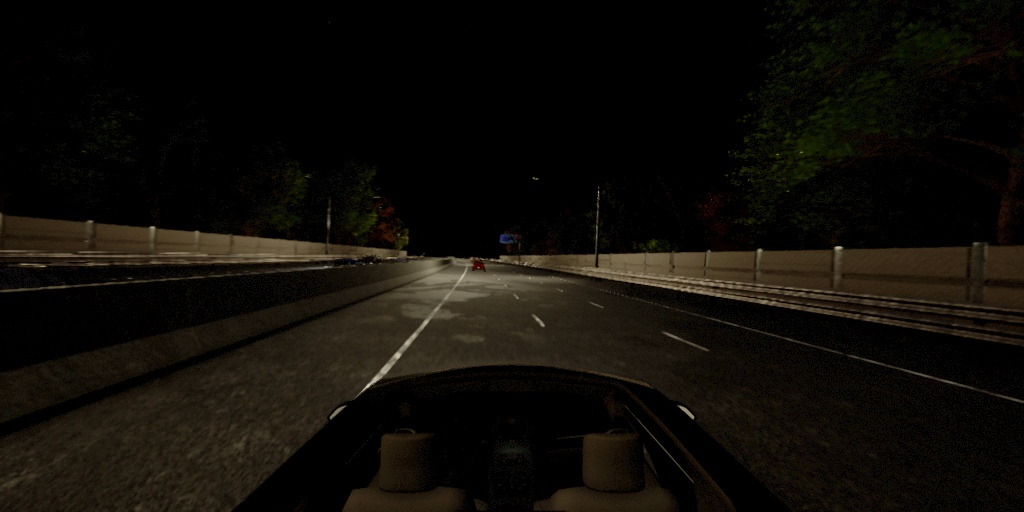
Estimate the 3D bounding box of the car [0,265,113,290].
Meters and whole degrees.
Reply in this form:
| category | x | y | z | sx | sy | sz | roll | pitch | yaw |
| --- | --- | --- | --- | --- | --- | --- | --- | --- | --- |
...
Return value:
| category | x | y | z | sx | sy | sz | roll | pitch | yaw |
| --- | --- | --- | --- | --- | --- | --- | --- | --- | --- |
| car | -11.078 | 0.853 | 6.967 | 2.033 | 1.411 | 5.357 | 3 | 0 | -5 |

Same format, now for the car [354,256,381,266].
| category | x | y | z | sx | sy | sz | roll | pitch | yaw |
| --- | --- | --- | --- | --- | --- | --- | --- | --- | --- |
| car | -18.470 | 0.790 | 46.835 | 1.837 | 1.490 | 4.892 | 3 | 0 | -6 |

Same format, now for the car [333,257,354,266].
| category | x | y | z | sx | sy | sz | roll | pitch | yaw |
| --- | --- | --- | --- | --- | --- | --- | --- | --- | --- |
| car | -22.103 | 0.737 | 48.029 | 1.895 | 1.301 | 4.718 | 3 | 0 | -6 |

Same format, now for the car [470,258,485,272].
| category | x | y | z | sx | sy | sz | roll | pitch | yaw |
| --- | --- | --- | --- | --- | --- | --- | --- | --- | --- |
| car | -4.836 | 1.454 | 51.604 | 1.812 | 1.442 | 4.674 | 3 | -1 | -6 |

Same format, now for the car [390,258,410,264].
| category | x | y | z | sx | sy | sz | roll | pitch | yaw |
| --- | --- | --- | --- | --- | --- | --- | --- | --- | --- |
| car | -15.157 | 0.994 | 48.857 | 2.033 | 1.411 | 5.357 | 3 | 0 | -6 |
